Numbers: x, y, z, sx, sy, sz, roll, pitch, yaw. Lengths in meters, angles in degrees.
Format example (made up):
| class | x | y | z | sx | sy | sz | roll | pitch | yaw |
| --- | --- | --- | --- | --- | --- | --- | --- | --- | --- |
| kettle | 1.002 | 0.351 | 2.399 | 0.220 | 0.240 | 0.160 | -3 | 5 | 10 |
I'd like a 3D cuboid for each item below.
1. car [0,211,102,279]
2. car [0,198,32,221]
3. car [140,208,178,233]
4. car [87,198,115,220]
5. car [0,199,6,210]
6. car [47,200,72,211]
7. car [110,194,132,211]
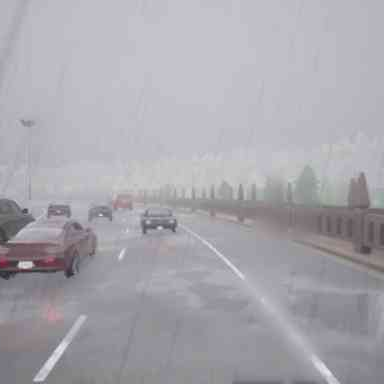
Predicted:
| class | x | y | z | sx | sy | sz | roll | pitch | yaw |
| --- | --- | --- | --- | --- | --- | --- | --- | --- | --- |
| car | -4.140 | 1.541 | 10.090 | 1.812 | 1.442 | 4.674 | 0 | 0 | -6 |
| car | -8.004 | 1.251 | 13.091 | 2.150 | 2.045 | 5.566 | 0 | 0 | -8 |
| car | -2.070 | 1.608 | 19.671 | 1.895 | 1.301 | 4.718 | 0 | 0 | -10 |
| car | -7.700 | 1.532 | 28.008 | 1.837 | 1.490 | 4.892 | 0 | 0 | -16 |
| car | -26.938 | 1.662 | 46.138 | 1.994 | 1.385 | 4.181 | 0 | 0 | -30 |
| car | -12.298 | 1.522 | 31.026 | 1.882 | 1.535 | 5.008 | 0 | 0 | -18 |
| car | -9.116 | 1.254 | 42.224 | 2.150 | 2.045 | 5.566 | 0 | 0 | -24 |
